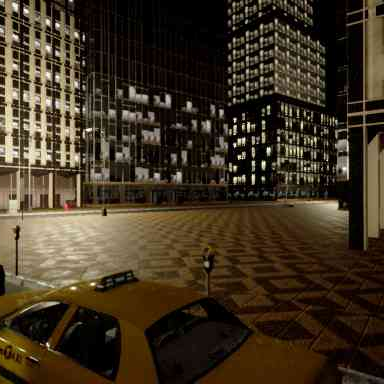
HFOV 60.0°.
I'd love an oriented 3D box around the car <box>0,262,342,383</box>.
[{"bbox_3d":[-0.982,1.525,3.575,4.829,1.417,1.752,0,0,35],"label":"car"}]
